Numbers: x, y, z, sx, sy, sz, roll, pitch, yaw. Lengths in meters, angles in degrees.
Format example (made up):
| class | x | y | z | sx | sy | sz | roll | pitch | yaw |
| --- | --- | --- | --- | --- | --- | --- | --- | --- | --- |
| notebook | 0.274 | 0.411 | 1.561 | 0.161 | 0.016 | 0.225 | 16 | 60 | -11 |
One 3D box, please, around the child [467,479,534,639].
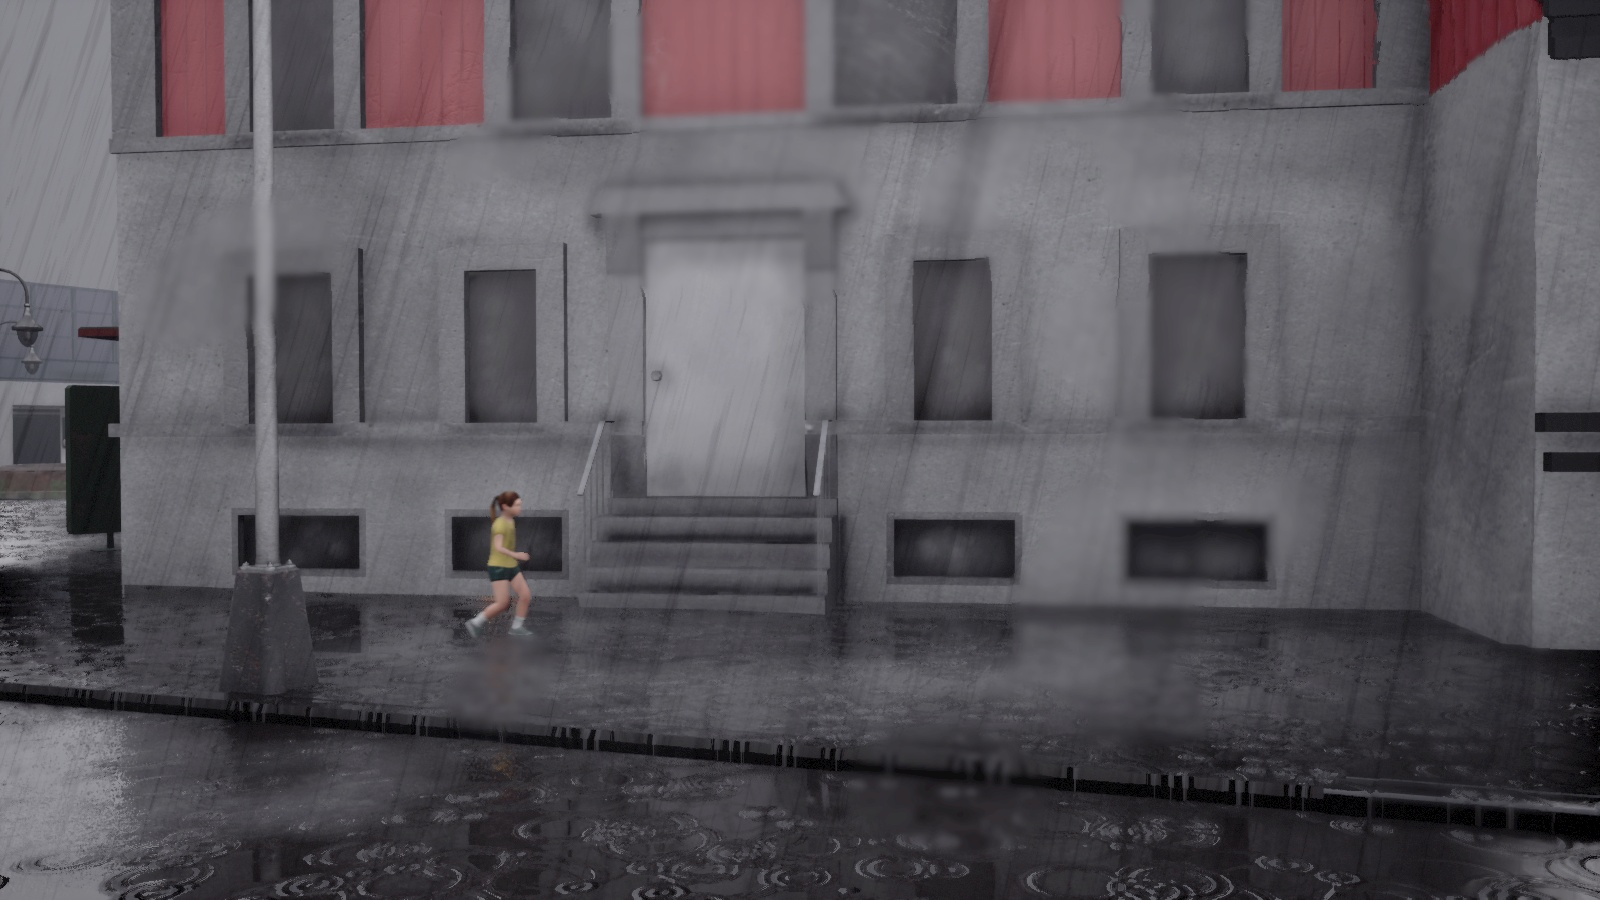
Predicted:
| class | x | y | z | sx | sy | sz | roll | pitch | yaw |
| --- | --- | --- | --- | --- | --- | --- | --- | --- | --- |
| child | -2.132 | 0.765 | 8.948 | 0.394 | 1.110 | 0.255 | 0 | 1 | 10 |
